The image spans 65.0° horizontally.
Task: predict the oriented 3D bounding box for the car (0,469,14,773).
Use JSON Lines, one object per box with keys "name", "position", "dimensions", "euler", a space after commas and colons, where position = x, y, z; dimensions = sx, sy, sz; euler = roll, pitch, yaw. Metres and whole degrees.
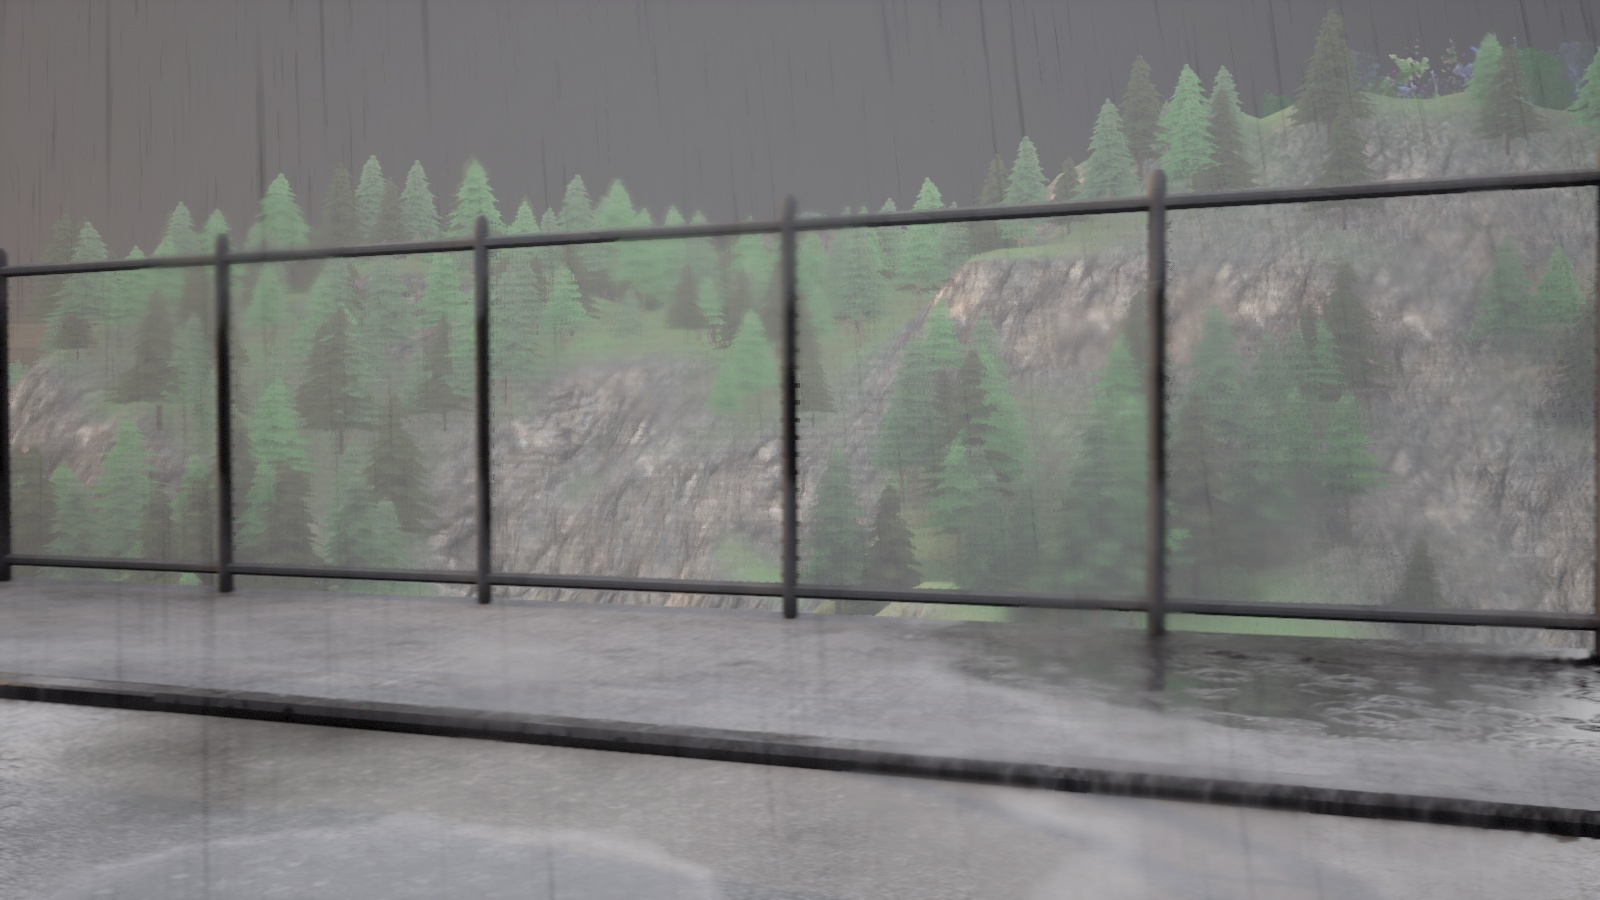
{"name": "car", "position": [-4.885, 0.777, 5.406], "dimensions": [2.207, 1.376, 1.481], "euler": [1, 1, 19]}
